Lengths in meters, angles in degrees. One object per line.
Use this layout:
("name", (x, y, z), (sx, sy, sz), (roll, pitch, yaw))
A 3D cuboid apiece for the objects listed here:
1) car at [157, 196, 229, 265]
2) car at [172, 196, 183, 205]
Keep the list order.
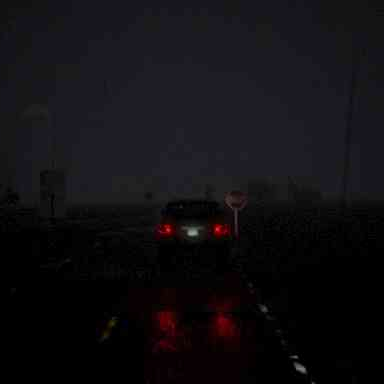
("car", (0.049, 1.221, 11.771), (2.150, 2.045, 5.566), (0, 0, 1))
("car", (-2.682, 1.538, 61.513), (1.837, 1.490, 4.892), (0, 0, 1))
